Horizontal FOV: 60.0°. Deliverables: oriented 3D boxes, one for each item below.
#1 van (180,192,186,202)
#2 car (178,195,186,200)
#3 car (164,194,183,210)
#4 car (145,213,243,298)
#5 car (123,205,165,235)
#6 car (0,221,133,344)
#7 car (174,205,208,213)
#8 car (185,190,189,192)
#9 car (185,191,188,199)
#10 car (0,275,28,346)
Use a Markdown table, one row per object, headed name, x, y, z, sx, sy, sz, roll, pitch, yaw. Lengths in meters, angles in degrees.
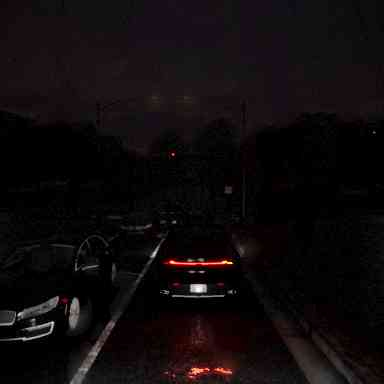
| name | x | y | z | sx | sy | sz | roll | pitch | yaw |
| --- | --- | --- | --- | --- | --- | --- | --- | --- | --- |
| van | -2.564 | 1.369 | 66.343 | 1.690 | 1.788 | 3.998 | -1 | 0 | 0 |
| car | -2.523 | 1.443 | 88.507 | 2.008 | 1.369 | 4.403 | -1 | 0 | 0 |
| car | -2.599 | 1.490 | 44.187 | 1.967 | 1.590 | 4.097 | -2 | 0 | 0 |
| car | 0.116 | 1.503 | 8.466 | 1.837 | 1.490 | 4.892 | 0 | 0 | 0 |
| car | -2.633 | 1.584 | 17.410 | 1.802 | 1.307 | 4.206 | -2 | 0 | 0 |
| car | -2.650 | 1.549 | 6.515 | 2.008 | 1.369 | 4.403 | -2 | 0 | 0 |
| car | 0.157 | 1.604 | 18.597 | 1.895 | 1.301 | 4.718 | 0 | 0 | 1 |
| car | -2.517 | 1.146 | 94.056 | 2.192 | 1.841 | 5.009 | -1 | 1 | 0 |
| car | -2.557 | 1.318 | 71.886 | 2.192 | 1.841 | 5.009 | -1 | 0 | 0 |
| car | -2.657 | 1.550 | 1.066 | 2.008 | 1.369 | 4.403 | -2 | 0 | 0 |
